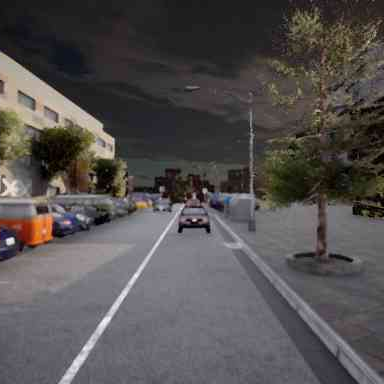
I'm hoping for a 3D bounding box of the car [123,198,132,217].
[{"bbox_3d":[-7.626,1.442,26.543,4.892,1.521,2.231,0,0,0],"label":"car"}]

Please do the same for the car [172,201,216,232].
[{"bbox_3d":[0.123,1.518,19.954,2.033,1.411,5.357,0,0,0],"label":"car"}]

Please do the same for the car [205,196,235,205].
[{"bbox_3d":[4.751,1.400,57.519,5.008,1.535,2.097,0,0,0],"label":"car"}]

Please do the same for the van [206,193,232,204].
[{"bbox_3d":[4.865,1.194,60.295,4.442,1.987,1.878,0,-1,0],"label":"van"}]

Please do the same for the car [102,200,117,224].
[{"bbox_3d":[-7.622,1.449,20.831,5.008,1.535,2.097,0,0,0],"label":"car"}]

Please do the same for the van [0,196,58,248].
[{"bbox_3d":[-7.753,1.235,12.575,4.442,1.987,1.878,0,0,0],"label":"van"}]

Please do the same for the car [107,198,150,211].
[{"bbox_3d":[-7.633,1.450,40.511,4.792,1.488,2.163,0,0,0],"label":"car"}]

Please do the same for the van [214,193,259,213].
[{"bbox_3d":[4.836,1.203,35.189,4.442,1.987,1.878,0,0,0],"label":"van"}]

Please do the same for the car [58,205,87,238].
[{"bbox_3d":[-7.631,1.497,15.369,4.674,1.452,2.002,0,0,0],"label":"car"}]

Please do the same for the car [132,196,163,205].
[{"bbox_3d":[-7.584,1.399,57.214,5.008,1.535,2.097,0,0,0],"label":"car"}]

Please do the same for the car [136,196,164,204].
[{"bbox_3d":[-7.611,1.445,60.046,4.792,1.488,2.163,0,0,0],"label":"car"}]

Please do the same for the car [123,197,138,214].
[{"bbox_3d":[-7.611,1.438,29.337,4.892,1.521,2.231,0,0,0],"label":"car"}]

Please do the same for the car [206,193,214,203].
[{"bbox_3d":[4.751,1.173,37.981,5.566,2.045,2.435,0,0,0],"label":"car"}]

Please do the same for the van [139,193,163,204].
[{"bbox_3d":[-7.696,1.229,62.835,4.442,1.987,1.878,0,-1,0],"label":"van"}]

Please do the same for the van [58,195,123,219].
[{"bbox_3d":[-7.507,1.219,23.749,4.442,1.987,1.878,0,0,0],"label":"van"}]

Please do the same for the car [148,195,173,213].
[{"bbox_3d":[-3.054,1.439,35.560,2.128,1.511,4.902,0,0,0],"label":"car"}]

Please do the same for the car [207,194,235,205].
[{"bbox_3d":[4.711,1.274,54.729,4.553,1.767,2.185,0,0,0],"label":"car"}]

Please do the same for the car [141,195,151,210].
[{"bbox_3d":[-7.793,1.421,37.718,5.366,1.575,1.946,0,0,0],"label":"car"}]

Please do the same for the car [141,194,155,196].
[{"bbox_3d":[-7.787,1.413,43.306,5.366,1.575,1.946,0,0,0],"label":"car"}]

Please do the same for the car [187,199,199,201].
[{"bbox_3d":[0.147,1.539,41.861,1.895,1.301,4.718,0,0,0],"label":"car"}]

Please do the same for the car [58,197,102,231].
[{"bbox_3d":[-7.660,1.327,18.161,4.553,1.767,2.185,0,0,0],"label":"car"}]

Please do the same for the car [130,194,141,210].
[{"bbox_3d":[-7.582,1.307,32.129,4.553,1.767,2.185,0,0,0],"label":"car"}]

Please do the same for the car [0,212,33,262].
[{"bbox_3d":[-7.668,1.495,9.780,4.792,1.488,2.163,0,0,0],"label":"car"}]
